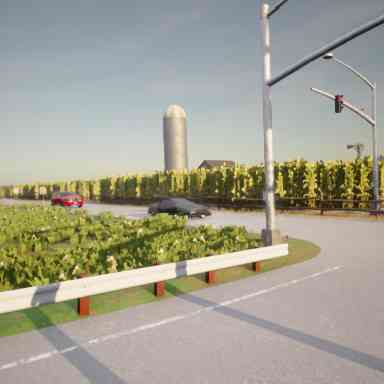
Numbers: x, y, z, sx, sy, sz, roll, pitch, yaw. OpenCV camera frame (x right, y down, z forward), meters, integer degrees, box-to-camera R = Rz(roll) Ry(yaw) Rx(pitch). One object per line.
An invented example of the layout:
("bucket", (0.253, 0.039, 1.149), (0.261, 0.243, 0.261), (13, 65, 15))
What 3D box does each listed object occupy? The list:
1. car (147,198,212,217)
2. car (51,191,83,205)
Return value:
("car", (-1.040, 1.133, 22.871), (2.033, 1.411, 5.357), (-3, 2, -40))
("car", (-14.763, 0.876, 39.136), (2.150, 2.045, 5.566), (-3, 2, -40))
